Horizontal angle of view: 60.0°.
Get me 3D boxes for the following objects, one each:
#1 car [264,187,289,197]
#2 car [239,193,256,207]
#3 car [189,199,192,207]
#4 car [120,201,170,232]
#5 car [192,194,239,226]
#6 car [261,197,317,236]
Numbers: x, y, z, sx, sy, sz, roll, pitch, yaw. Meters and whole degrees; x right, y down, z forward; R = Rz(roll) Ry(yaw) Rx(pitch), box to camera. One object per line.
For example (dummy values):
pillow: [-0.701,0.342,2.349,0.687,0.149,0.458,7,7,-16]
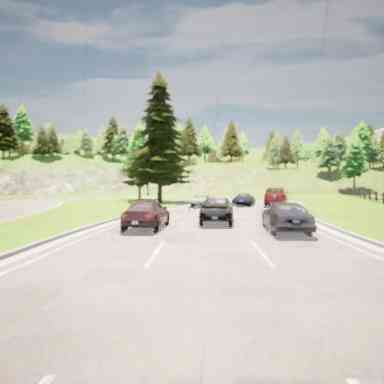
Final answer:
car: [8.869,0.509,34.848,2.150,2.045,5.566,0,1,19]
car: [5.736,0.822,36.309,1.994,1.385,4.181,0,1,19]
car: [1.293,0.901,34.176,1.895,1.301,4.718,0,1,17]
car: [-2.339,1.171,17.207,1.812,1.442,4.674,0,1,5]
car: [1.538,1.086,19.749,2.128,1.511,4.902,0,1,8]
car: [4.547,1.215,16.203,2.033,1.411,5.357,0,1,6]
